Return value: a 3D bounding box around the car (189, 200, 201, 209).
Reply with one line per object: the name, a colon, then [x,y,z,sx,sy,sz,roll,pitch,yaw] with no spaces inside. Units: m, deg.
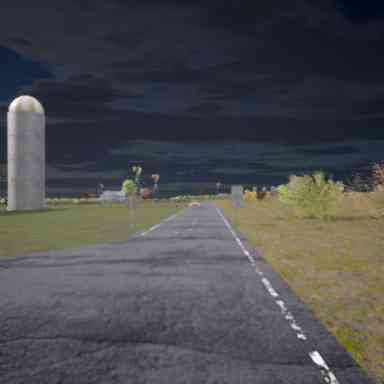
car: [0.575,2.234,63.355,2.097,1.767,4.553,-1,-1,3]
